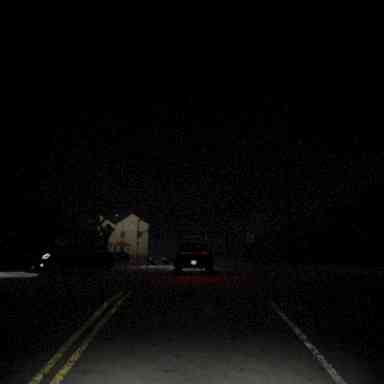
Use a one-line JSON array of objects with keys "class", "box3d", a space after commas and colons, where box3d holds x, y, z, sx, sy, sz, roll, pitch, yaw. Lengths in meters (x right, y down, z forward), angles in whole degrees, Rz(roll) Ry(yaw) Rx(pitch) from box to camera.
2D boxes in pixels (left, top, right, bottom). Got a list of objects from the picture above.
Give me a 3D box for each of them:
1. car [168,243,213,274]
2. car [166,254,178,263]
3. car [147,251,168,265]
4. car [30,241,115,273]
[{"class": "car", "box3d": [0.085, 3.513, 17.820, 2.128, 1.511, 4.902, 0, -11, 0]}, {"class": "car", "box3d": [-3.522, 11.802, 59.246, 1.812, 1.442, 4.674, 0, -11, 0]}, {"class": "car", "box3d": [-3.604, 7.233, 36.323, 1.812, 1.442, 4.674, 0, -11, 0]}, {"class": "car", "box3d": [-6.927, 3.768, 19.592, 4.553, 1.767, 2.097, 8, -14, -41]}]
